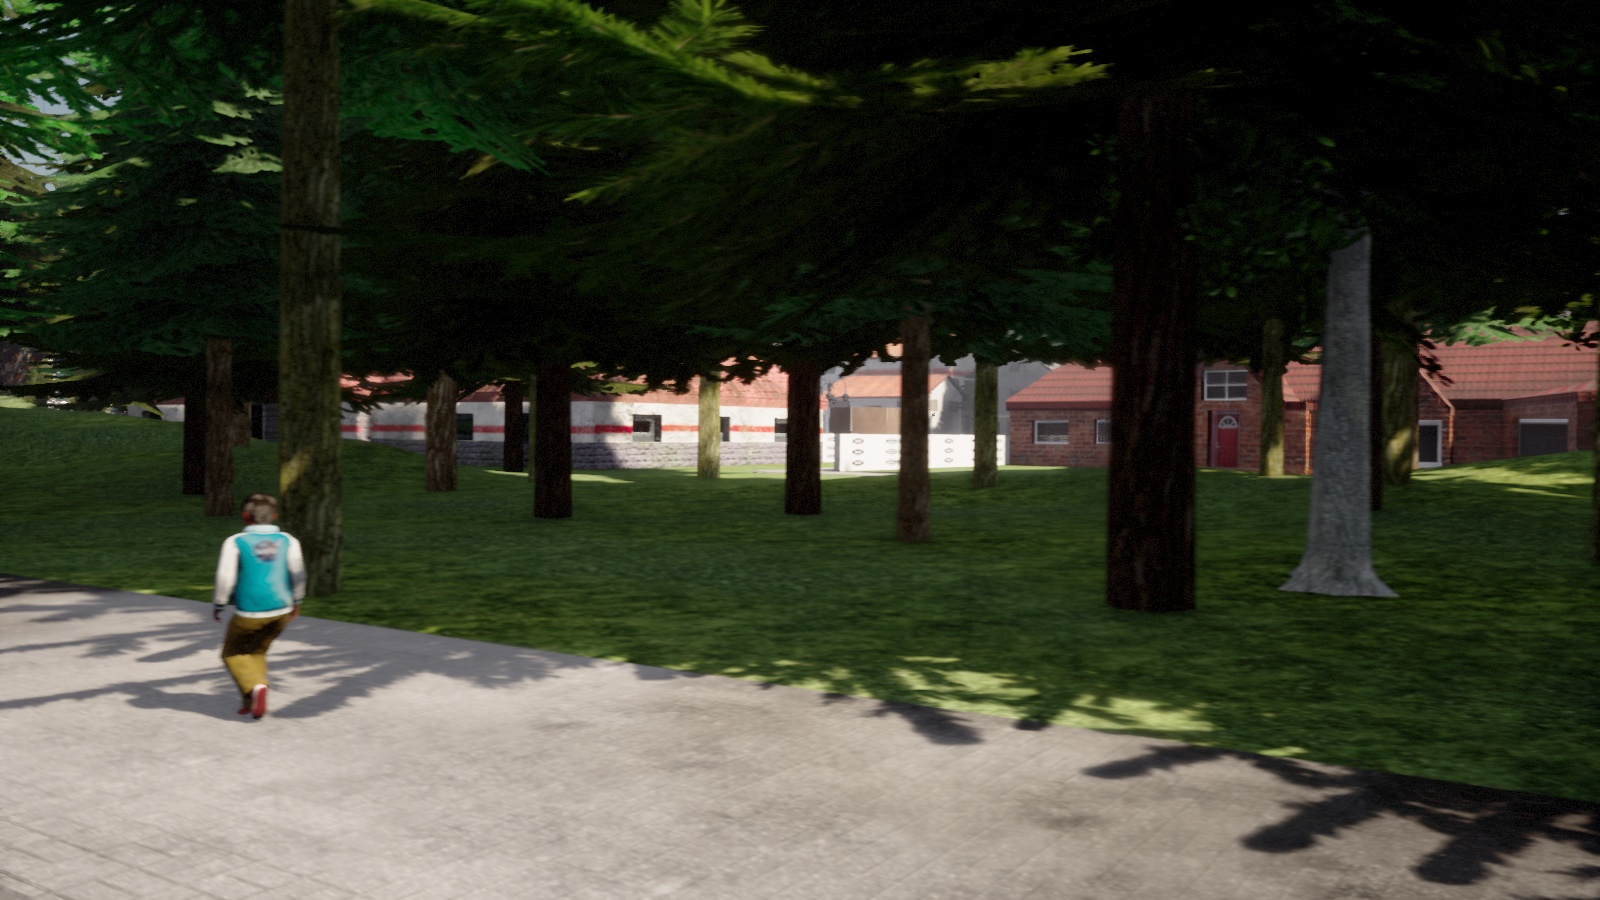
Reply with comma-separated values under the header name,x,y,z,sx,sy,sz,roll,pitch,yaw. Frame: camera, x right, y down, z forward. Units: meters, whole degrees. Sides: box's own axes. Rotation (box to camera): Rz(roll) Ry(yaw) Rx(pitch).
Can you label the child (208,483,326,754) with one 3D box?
name,x,y,z,sx,sy,sz,roll,pitch,yaw
child,-2.508,0.763,5.908,0.448,1.192,0.343,0,1,44
